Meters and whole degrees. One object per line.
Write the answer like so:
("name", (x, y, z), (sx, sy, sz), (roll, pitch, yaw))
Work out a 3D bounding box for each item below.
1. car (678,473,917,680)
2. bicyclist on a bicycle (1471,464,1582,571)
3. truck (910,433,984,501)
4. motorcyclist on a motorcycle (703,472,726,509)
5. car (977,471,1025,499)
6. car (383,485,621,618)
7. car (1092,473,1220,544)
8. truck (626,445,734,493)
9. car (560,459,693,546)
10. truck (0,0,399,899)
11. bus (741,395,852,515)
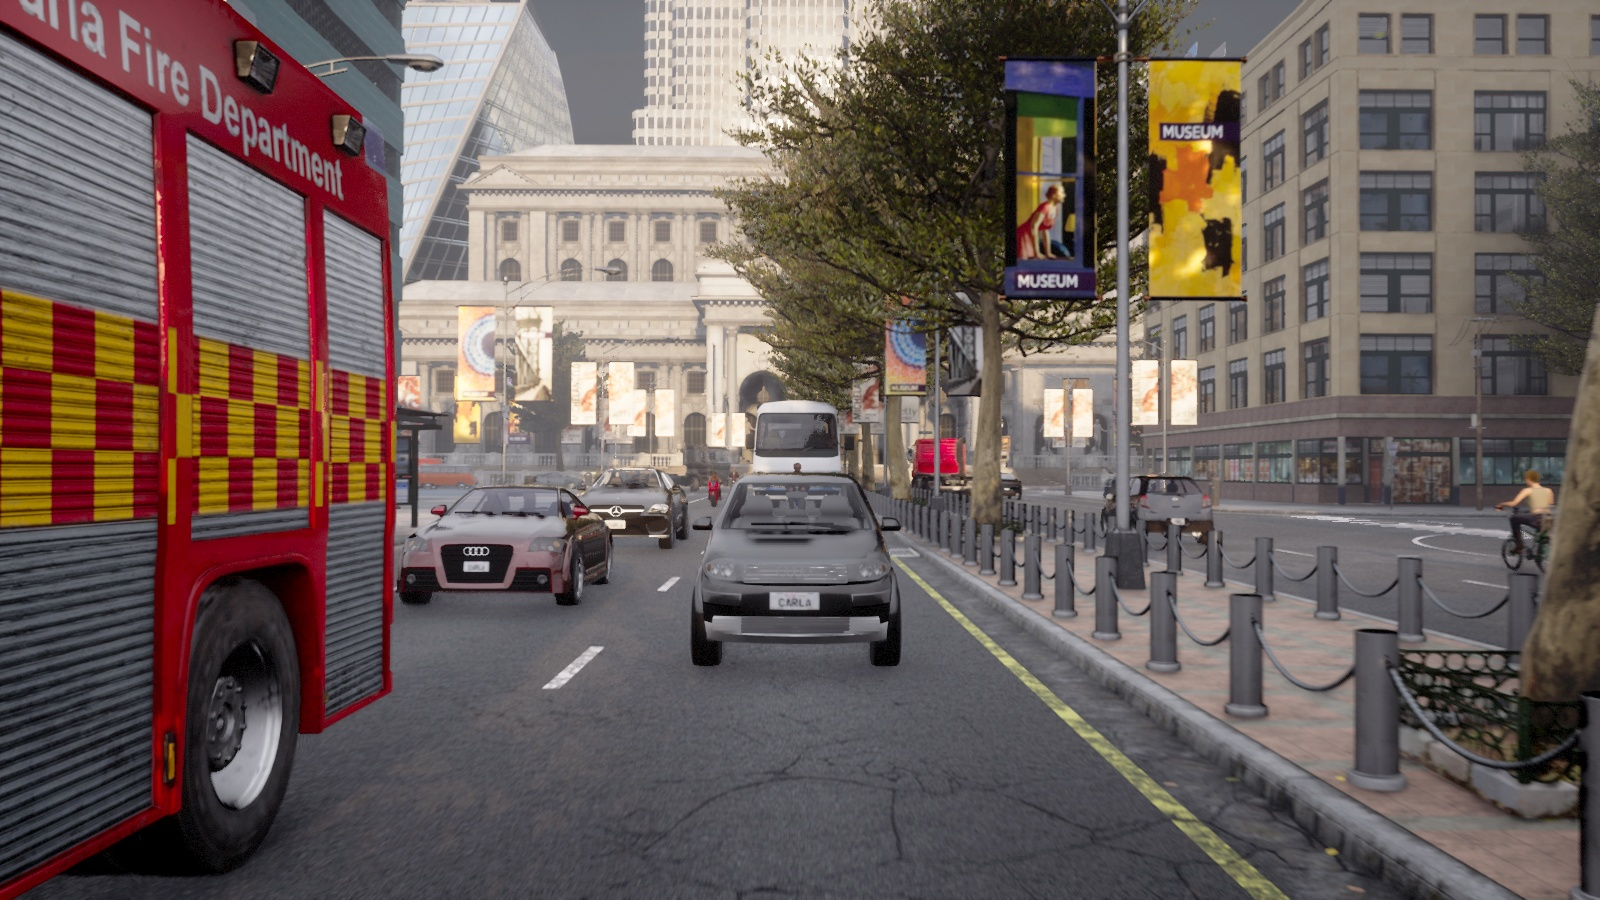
("car", (-0.024, 0.983, 11.320), (1.789, 1.549, 3.705), (0, -1, 0))
("bicyclist on a bicycle", (11.439, 1.037, 19.832), (0.866, 1.612, 1.509), (0, -1, 0))
("truck", (7.791, 0.929, 67.469), (2.891, 3.462, 7.936), (0, -1, -1))
("motorcyclist on a motorcycle", (-3.613, 1.700, 53.182), (0.797, 1.523, 2.044), (0, -1, 0))
("car", (11.300, 1.934, 71.006), (1.882, 1.535, 5.008), (0, -1, 0))
("car", (-3.533, 1.155, 15.710), (1.994, 1.385, 4.181), (0, -1, 0))
("car", (7.939, 1.271, 28.359), (1.845, 1.501, 3.633), (0, -1, 0))
("truck", (-8.997, 1.438, 93.947), (7.936, 3.462, 2.891), (-1, -1, 32))
("car", (-3.558, 1.054, 26.715), (2.152, 1.651, 5.027), (0, -1, 0))
("truck", (-3.509, -0.298, 2.256), (2.891, 3.827, 8.468), (0, -1, 0))
("bus", (-0.110, 0.273, 49.901), (3.944, 4.253, 10.273), (0, -1, 0))
